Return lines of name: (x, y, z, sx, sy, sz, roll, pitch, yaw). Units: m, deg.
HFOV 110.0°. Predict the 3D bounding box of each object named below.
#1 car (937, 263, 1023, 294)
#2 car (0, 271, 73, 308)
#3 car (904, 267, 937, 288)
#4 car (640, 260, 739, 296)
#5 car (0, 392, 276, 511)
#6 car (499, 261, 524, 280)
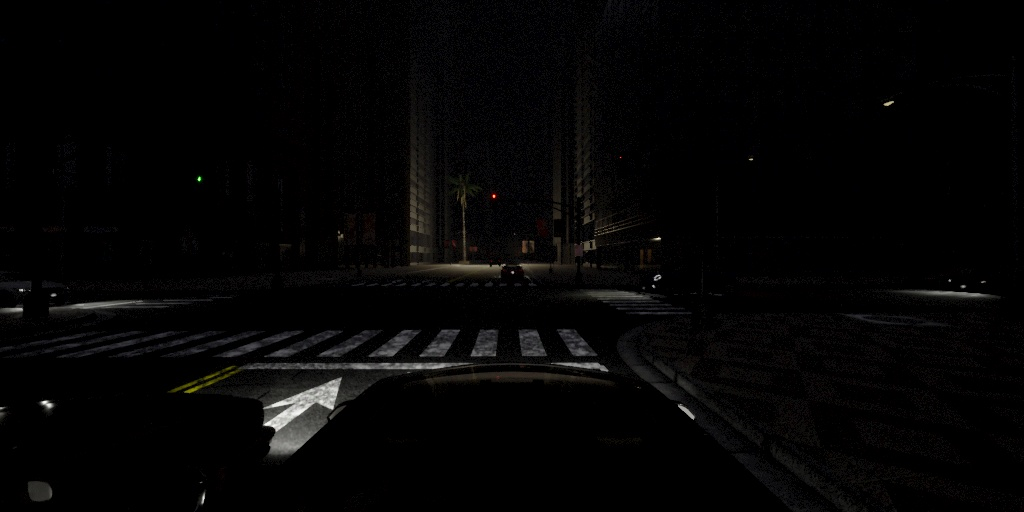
car: (26.484, 1.218, 18.976, 5.357, 1.411, 2.033, 0, 0, -1)
car: (-21.382, 1.354, 14.938, 4.674, 1.442, 1.812, 0, 0, 1)
car: (26.422, 1.274, 21.732, 4.207, 1.307, 1.802, 0, 0, -1)
car: (9.090, 1.080, 18.675, 4.553, 1.767, 2.097, 0, 0, -1)
car: (-3.175, 1.297, 0.720, 2.033, 1.411, 5.357, 0, 0, 4)
car: (0.047, 1.376, 32.726, 1.994, 1.385, 4.181, 0, 0, 0)
